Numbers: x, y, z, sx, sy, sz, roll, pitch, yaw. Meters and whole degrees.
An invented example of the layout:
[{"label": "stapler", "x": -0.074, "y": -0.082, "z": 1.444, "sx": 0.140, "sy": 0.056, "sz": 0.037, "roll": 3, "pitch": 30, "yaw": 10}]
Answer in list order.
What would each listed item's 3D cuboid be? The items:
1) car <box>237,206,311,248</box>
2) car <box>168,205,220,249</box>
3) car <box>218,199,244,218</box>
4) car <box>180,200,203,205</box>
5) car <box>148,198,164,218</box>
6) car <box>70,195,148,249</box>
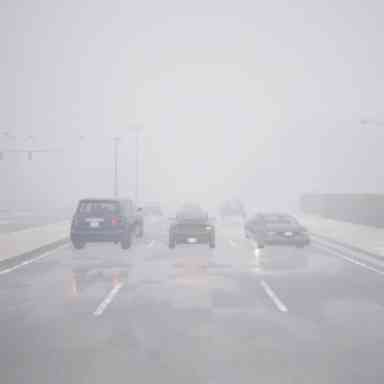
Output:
[{"label": "car", "x": 3.500, "y": 1.561, "z": 14.589, "sx": 2.033, "sy": 1.411, "sz": 5.357, "roll": 0, "pitch": 0, "yaw": 0}, {"label": "car", "x": 0.000, "y": 1.515, "z": 14.589, "sx": 1.837, "sy": 1.490, "sz": 4.892, "roll": 0, "pitch": 0, "yaw": 0}, {"label": "car", "x": 3.490, "y": 1.364, "z": 29.641, "sx": 2.097, "sy": 1.767, "sz": 4.553, "roll": 0, "pitch": 0, "yaw": 0}, {"label": "car", "x": -0.011, "y": 1.493, "z": 29.648, "sx": 2.128, "sy": 1.511, "sz": 4.902, "roll": 0, "pitch": 0, "yaw": 0}, {"label": "car", "x": -3.510, "y": 1.531, "z": 29.626, "sx": 1.812, "sy": 1.442, "sz": 4.674, "roll": 0, "pitch": 0, "yaw": 0}, {"label": "car", "x": -3.500, "y": 1.256, "z": 14.619, "sx": 2.150, "sy": 2.045, "sz": 5.566, "roll": 0, "pitch": 0, "yaw": 0}]
